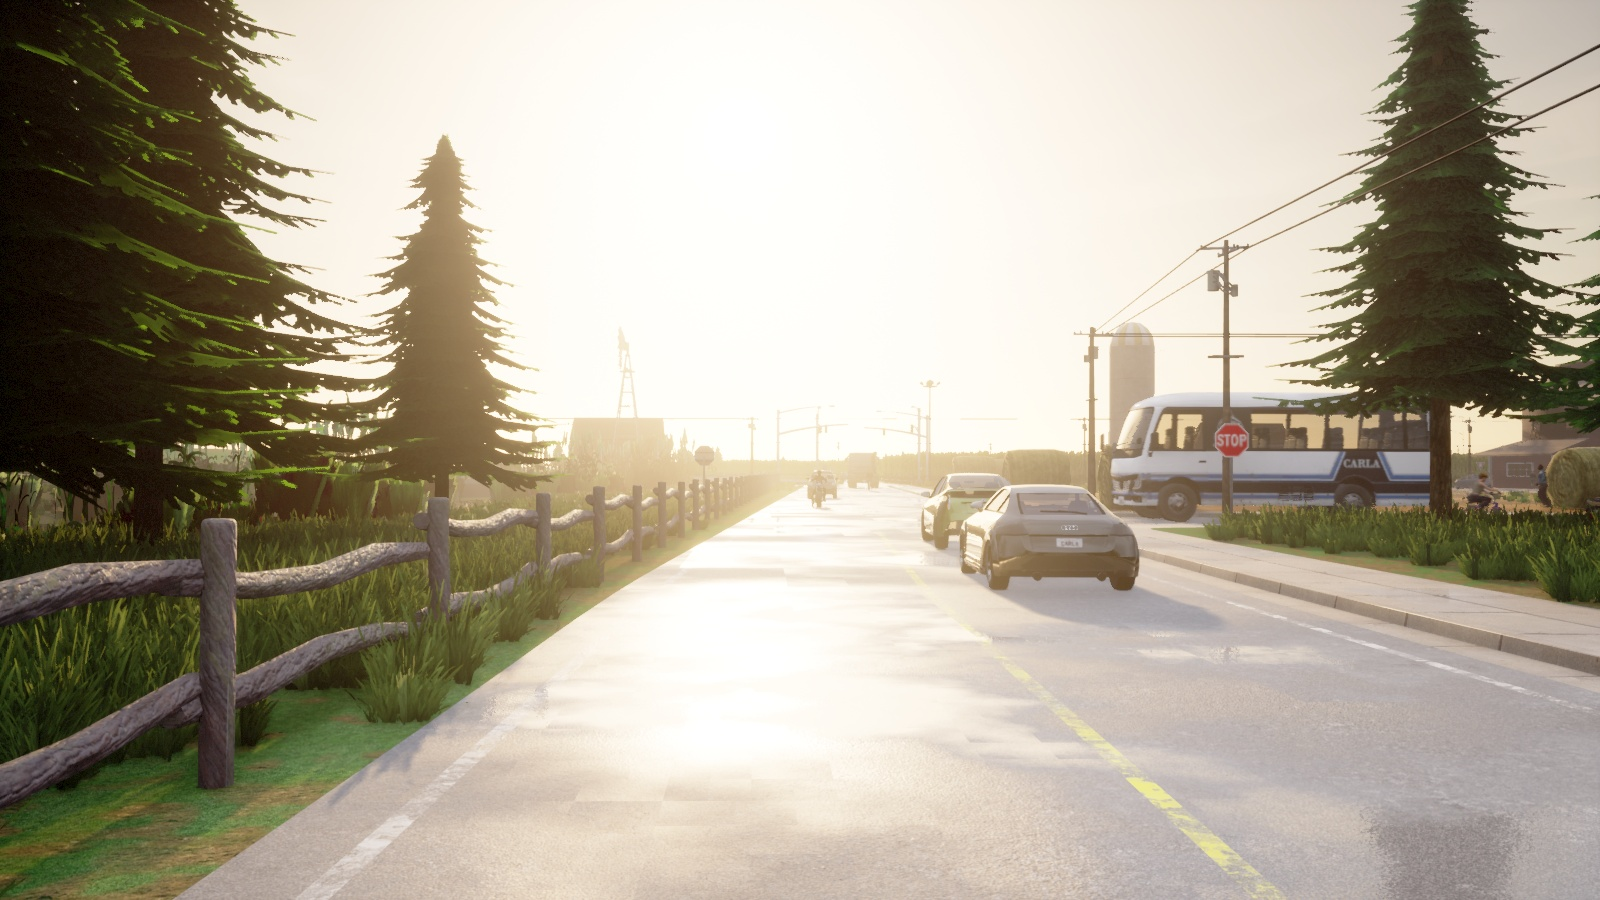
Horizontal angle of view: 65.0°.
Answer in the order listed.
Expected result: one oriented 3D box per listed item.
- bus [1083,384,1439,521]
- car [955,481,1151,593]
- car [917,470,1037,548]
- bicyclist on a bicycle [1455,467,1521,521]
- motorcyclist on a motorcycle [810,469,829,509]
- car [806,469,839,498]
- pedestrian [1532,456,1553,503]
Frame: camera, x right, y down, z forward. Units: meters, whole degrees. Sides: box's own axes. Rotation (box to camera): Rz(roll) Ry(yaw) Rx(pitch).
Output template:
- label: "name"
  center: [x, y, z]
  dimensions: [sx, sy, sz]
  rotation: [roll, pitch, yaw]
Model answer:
- label: "bus"
  center: [14.984, 0.100, 41.514]
  dimensions: [10.273, 4.253, 3.944]
  rotation: [0, -1, -1]
- label: "car"
  center: [3.463, 1.158, 18.023]
  dimensions: [1.994, 1.385, 4.181]
  rotation: [0, -1, 1]
- label: "car"
  center: [3.652, 1.185, 26.666]
  dimensions: [2.007, 1.525, 4.514]
  rotation: [0, -1, 1]
- label: "bicyclist on a bicycle"
  center: [20.873, 1.333, 38.119]
  dimensions: [1.509, 1.612, 0.866]
  rotation: [0, -1, -2]
- label: "motorcyclist on a motorcycle"
  center: [0.838, 1.656, 53.897]
  dimensions: [0.766, 1.649, 2.350]
  rotation: [0, -1, 1]
- label: "car"
  center: [1.293, 1.905, 71.953]
  dimensions: [1.851, 1.617, 3.988]
  rotation: [0, -1, 1]
- label: "pedestrian"
  center: [30.797, 1.223, 52.112]
  dimensions: [0.692, 1.930, 0.396]
  rotation: [-1, -1, 24]
